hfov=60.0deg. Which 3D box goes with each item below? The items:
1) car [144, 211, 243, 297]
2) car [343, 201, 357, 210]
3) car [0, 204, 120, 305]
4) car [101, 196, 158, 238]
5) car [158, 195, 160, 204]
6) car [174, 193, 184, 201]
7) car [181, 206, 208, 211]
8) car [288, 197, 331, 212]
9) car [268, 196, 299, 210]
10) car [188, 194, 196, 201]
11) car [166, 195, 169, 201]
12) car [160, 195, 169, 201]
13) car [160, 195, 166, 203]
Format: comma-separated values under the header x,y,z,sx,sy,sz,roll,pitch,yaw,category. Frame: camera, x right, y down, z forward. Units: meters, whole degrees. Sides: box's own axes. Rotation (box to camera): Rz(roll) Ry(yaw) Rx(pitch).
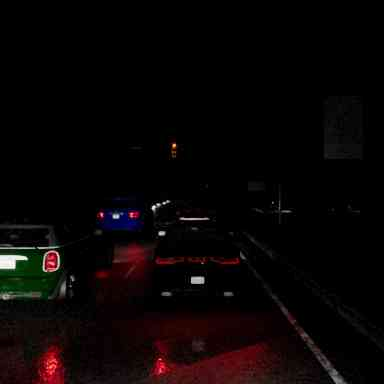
x,y,z,sx,sy,sz,roll,pitch,yaw,category
0.109,1.477,8.608,1.882,1.535,5.008,0,0,0,car
20.570,1.561,41.446,4.181,1.385,1.994,0,0,3,car
-3.392,1.352,8.234,2.097,1.767,4.553,0,0,0,car
-3.402,1.221,17.852,2.150,2.045,5.566,0,0,1,car
-7.029,1.502,55.758,1.837,1.490,4.892,0,0,0,car
-3.412,1.215,85.608,2.150,2.045,5.566,0,0,0,car
0.119,1.491,18.108,2.128,1.511,4.902,0,0,0,car
13.746,1.562,38.327,4.181,1.385,1.994,0,0,3,car
11.989,1.350,41.936,4.553,1.767,2.097,0,0,3,car
0.088,1.345,85.927,2.097,1.767,4.553,0,0,0,car
-6.923,1.475,75.347,1.882,1.535,5.008,0,0,0,car
-6.913,1.455,85.372,1.882,1.535,5.008,0,0,0,car
-6.964,1.544,65.538,2.033,1.411,5.357,0,0,1,car
